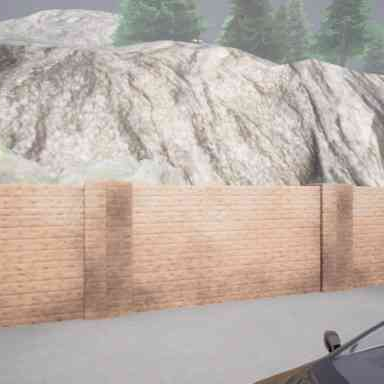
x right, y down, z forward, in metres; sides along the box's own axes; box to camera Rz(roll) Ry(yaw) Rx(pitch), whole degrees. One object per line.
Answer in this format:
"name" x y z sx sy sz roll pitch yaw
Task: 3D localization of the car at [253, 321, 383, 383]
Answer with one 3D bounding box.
"car" 2.083 1.492 1.955 4.902 1.511 2.128 0 0 -19
